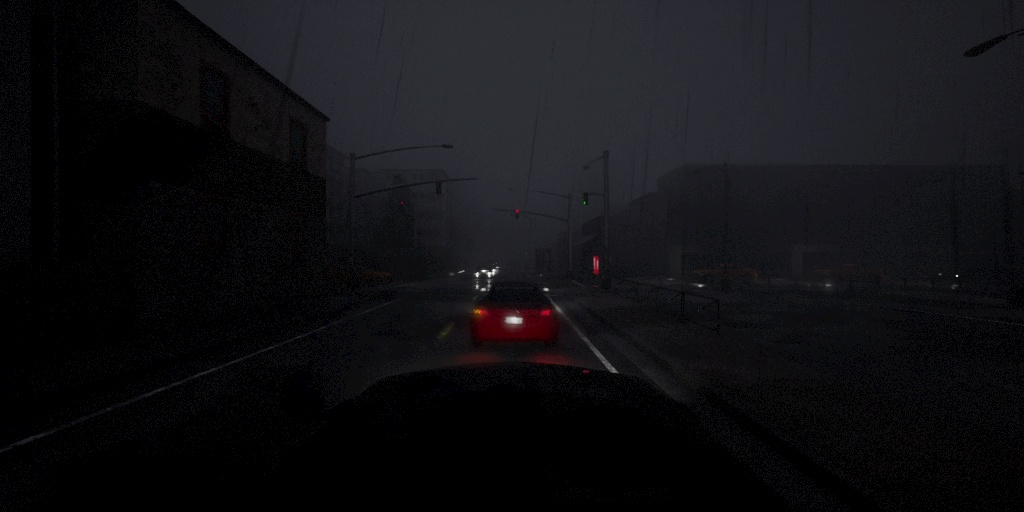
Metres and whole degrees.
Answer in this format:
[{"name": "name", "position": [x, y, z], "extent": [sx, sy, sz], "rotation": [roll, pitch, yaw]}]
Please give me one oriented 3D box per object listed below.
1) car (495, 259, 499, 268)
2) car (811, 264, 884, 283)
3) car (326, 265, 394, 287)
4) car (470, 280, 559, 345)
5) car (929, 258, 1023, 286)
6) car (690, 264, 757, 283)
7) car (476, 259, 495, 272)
[{"name": "car", "position": [-3.520, 1.351, 56.377], "extent": [1.895, 1.301, 4.718], "rotation": [0, 0, 0]}, {"name": "car", "position": [27.555, 1.404, 29.538], "extent": [5.008, 1.535, 1.882], "rotation": [0, 0, 0]}, {"name": "car", "position": [-11.066, 1.403, 25.789], "extent": [5.008, 1.535, 1.882], "rotation": [0, 0, 0]}, {"name": "car", "position": [0.072, 1.314, 9.472], "extent": [1.994, 1.385, 4.181], "rotation": [0, 0, 0]}, {"name": "car", "position": [38.045, 1.148, 29.531], "extent": [5.566, 2.045, 2.150], "rotation": [0, 0, 0]}, {"name": "car", "position": [17.330, 1.404, 29.529], "extent": [5.008, 1.535, 1.882], "rotation": [0, 0, 0]}, {"name": "car", "position": [-3.543, 1.276, 46.343], "extent": [1.812, 1.442, 4.674], "rotation": [0, 0, 0]}]
